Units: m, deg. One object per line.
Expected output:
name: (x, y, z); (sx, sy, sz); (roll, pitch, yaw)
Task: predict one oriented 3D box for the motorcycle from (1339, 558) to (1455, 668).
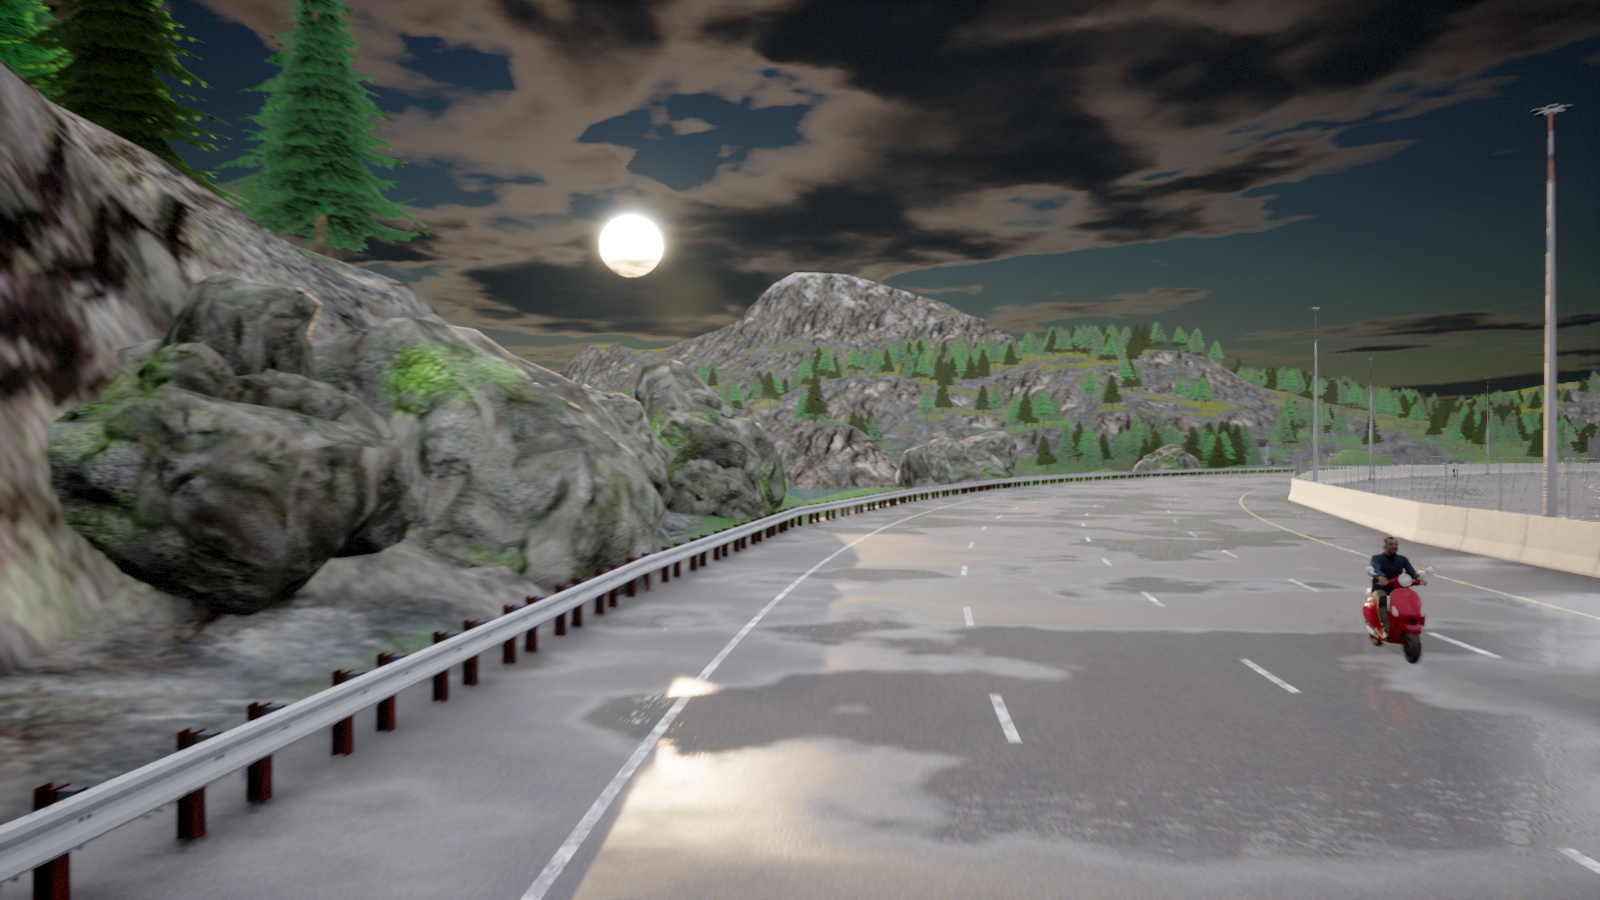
motorcycle: (8.168, 2.194, 15.724); (0.856, 1.236, 1.805); (0, 0, 9)
